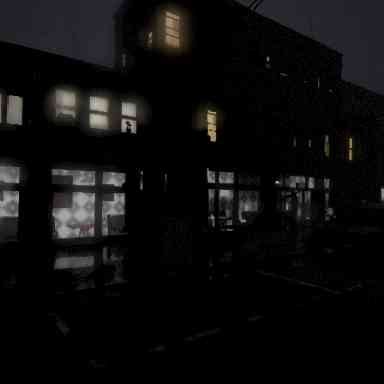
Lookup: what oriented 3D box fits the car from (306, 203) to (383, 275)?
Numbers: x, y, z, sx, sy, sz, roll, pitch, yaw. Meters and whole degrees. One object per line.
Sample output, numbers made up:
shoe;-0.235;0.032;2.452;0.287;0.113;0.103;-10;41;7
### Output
car;5.839;1.316;10.701;5.009;1.841;2.192;0;1;-35
